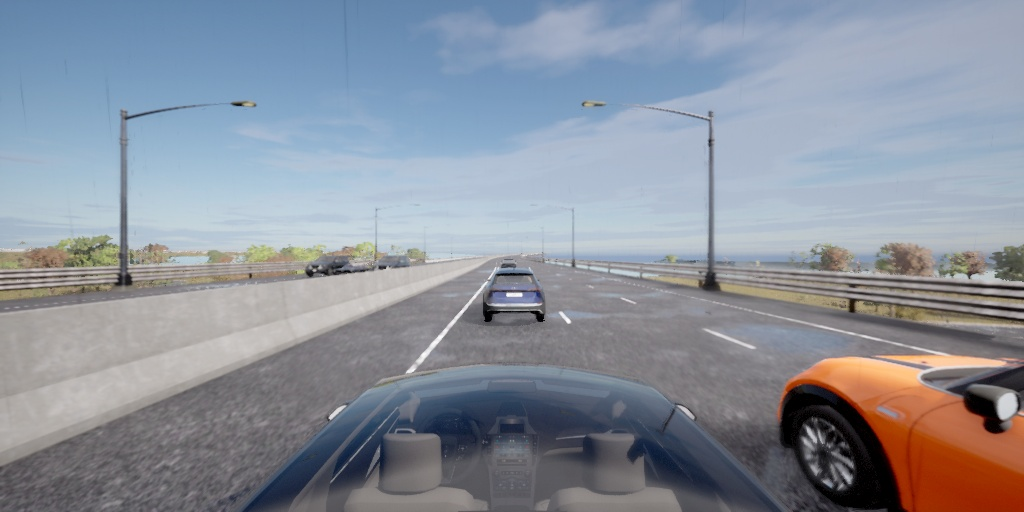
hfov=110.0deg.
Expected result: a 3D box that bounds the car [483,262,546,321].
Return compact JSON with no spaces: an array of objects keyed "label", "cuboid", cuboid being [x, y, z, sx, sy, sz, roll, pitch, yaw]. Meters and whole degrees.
[{"label":"car","cuboid":[0.056,1.180,12.530,2.033,1.649,4.856,0,0,0]}]

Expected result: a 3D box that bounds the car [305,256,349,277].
[{"label":"car","cuboid":[-17.902,0.975,35.208,2.150,2.045,5.566,0,0,-1]}]

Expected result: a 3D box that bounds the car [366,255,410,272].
[{"label":"car","cuboid":[-10.869,0.971,32.605,2.150,2.045,5.566,0,0,-1]}]

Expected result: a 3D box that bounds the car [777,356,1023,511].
[{"label":"car","cuboid":[3.595,1.102,1.537,2.097,1.767,4.553,0,0,0]}]

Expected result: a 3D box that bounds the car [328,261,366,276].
[{"label":"car","cuboid":[-14.366,1.352,32.563,1.895,1.301,4.718,0,0,-1]}]

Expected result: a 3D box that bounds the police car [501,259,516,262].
[{"label":"police car","cuboid":[-0.412,1.165,43.617,1.930,1.638,5.238,0,0,-1]}]
